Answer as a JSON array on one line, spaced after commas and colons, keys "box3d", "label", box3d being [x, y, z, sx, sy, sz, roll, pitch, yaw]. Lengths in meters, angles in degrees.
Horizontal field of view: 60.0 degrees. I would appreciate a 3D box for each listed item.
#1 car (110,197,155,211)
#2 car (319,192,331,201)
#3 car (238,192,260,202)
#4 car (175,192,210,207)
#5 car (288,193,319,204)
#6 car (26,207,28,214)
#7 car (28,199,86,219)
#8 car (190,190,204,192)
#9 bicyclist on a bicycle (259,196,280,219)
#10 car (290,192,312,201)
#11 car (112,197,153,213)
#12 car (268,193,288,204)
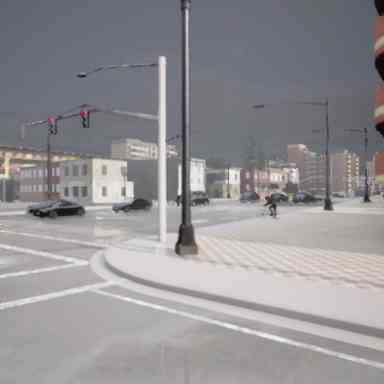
[{"box3d": [-7.067, 1.340, 40.157, 2.033, 1.411, 5.357, 0, 1, 37], "label": "car"}, {"box3d": [21.637, 0.777, 55.125, 1.812, 1.442, 4.674, 0, 0, 37], "label": "car"}, {"box3d": [9.747, 0.784, 56.731, 2.097, 1.767, 4.553, 0, 1, 37], "label": "car"}, {"box3d": [0.453, 1.134, 44.383, 2.128, 1.511, 4.902, 0, 1, 37], "label": "car"}, {"box3d": [15.942, 0.948, 47.366, 2.033, 1.411, 5.357, 0, 1, 37], "label": "car"}, {"box3d": [-13.279, 1.443, 31.801, 2.128, 1.511, 4.902, 0, 1, 37], "label": "car"}, {"box3d": [-11.305, 1.519, 28.589, 1.994, 1.385, 4.181, 0, 1, 37], "label": "car"}, {"box3d": [-0.161, 0.807, 49.419, 2.150, 2.045, 5.566, 0, 1, 38], "label": "car"}, {"box3d": [5.457, 1.124, 23.499, 1.656, 1.620, 0.582, -1, 0, 37], "label": "bicyclist on a bicycle"}, {"box3d": [18.829, 0.810, 57.213, 2.033, 1.411, 5.357, 0, 0, 37], "label": "car"}, {"box3d": [-6.320, 1.365, 35.292, 1.812, 1.442, 4.674, 0, 1, 37], "label": "car"}, {"box3d": [12.684, 0.930, 48.863, 1.837, 1.490, 4.892, 0, 1, 37], "label": "car"}]
